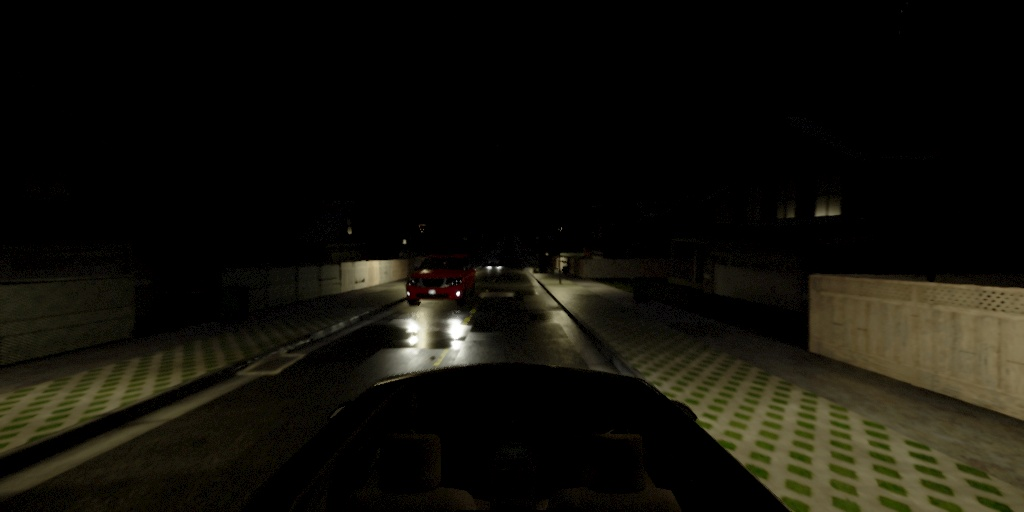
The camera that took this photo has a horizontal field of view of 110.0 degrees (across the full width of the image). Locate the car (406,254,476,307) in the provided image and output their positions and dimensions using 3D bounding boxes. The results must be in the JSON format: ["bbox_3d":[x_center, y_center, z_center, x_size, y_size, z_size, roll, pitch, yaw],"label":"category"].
[{"bbox_3d":[-2.847,0.911,15.549,2.150,2.045,5.566,0,0,0],"label":"car"}]

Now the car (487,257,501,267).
[{"bbox_3d":[-2.797,0.891,56.542,1.812,1.442,4.674,0,1,1],"label":"car"}]
